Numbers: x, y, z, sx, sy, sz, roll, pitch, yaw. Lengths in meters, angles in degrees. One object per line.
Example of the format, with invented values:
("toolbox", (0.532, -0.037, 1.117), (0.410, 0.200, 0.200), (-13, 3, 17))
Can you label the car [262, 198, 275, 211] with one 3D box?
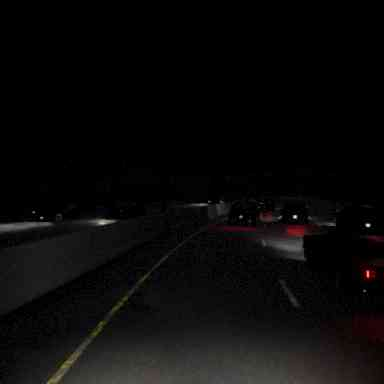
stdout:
("car", (9.101, 1.522, 40.618), (2.128, 1.511, 4.902), (0, 0, 18))

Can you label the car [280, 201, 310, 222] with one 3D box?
("car", (8.005, 1.508, 25.883), (1.837, 1.490, 4.892), (0, 0, 17))

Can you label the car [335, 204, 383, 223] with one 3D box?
("car", (9.954, 1.509, 20.034), (1.837, 1.490, 4.892), (0, 0, 14))

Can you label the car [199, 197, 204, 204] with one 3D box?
("car", (2.918, 1.667, 66.807), (1.895, 1.301, 4.718), (0, 0, 18))

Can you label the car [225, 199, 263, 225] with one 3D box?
("car", (3.874, 1.472, 24.191), (1.882, 1.535, 5.008), (0, 0, 16))

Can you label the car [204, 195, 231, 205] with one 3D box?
("car", (3.708, 1.385, 47.192), (2.097, 1.767, 4.553), (0, 0, 19))

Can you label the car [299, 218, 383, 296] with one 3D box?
("car", (4.230, 1.600, 8.535), (1.895, 1.301, 4.718), (0, 0, 6))

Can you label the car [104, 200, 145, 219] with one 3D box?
("car", (-5.827, 1.459, 29.323), (1.882, 1.535, 5.008), (0, 0, 17))

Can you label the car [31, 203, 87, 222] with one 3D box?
("car", (-10.335, 1.570, 26.220), (1.895, 1.301, 4.718), (0, 0, 15))
